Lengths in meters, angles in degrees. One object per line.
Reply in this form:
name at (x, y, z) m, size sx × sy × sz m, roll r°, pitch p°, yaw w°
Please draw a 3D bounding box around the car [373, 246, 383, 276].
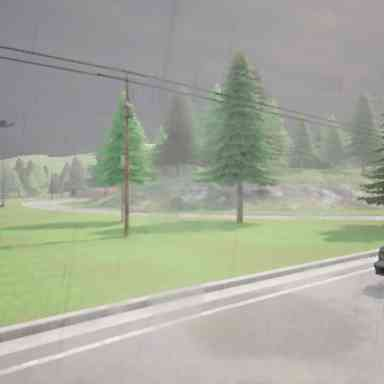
car at (6.895, 1.571, 8.741) m, size 5.357 × 1.411 × 2.033 m, roll 0°, pitch 0°, yaw -35°
